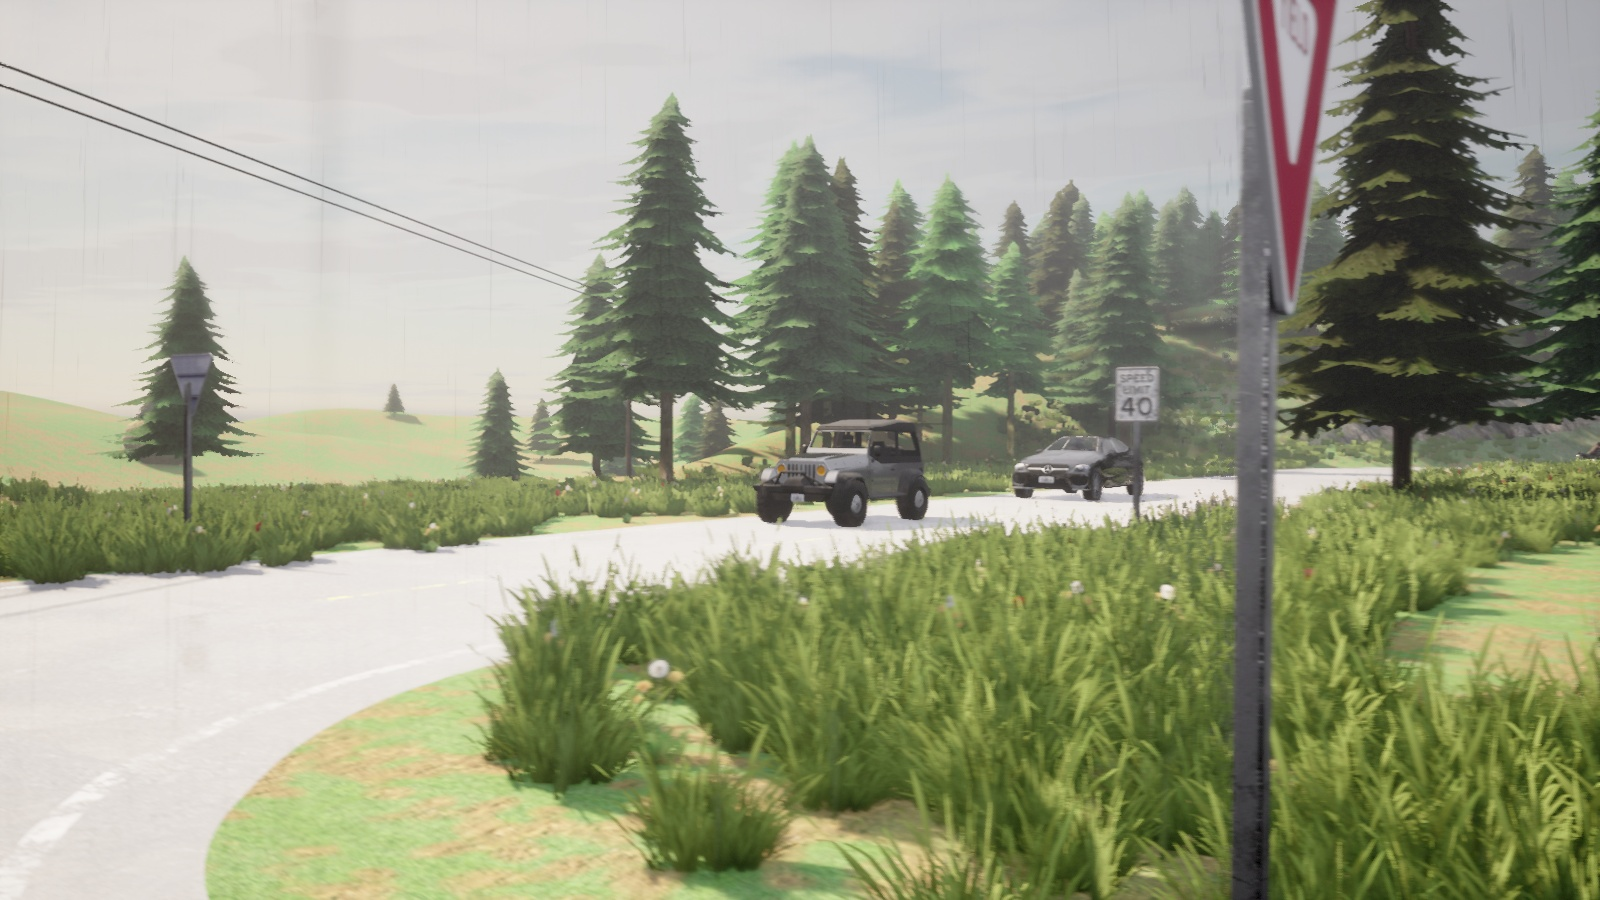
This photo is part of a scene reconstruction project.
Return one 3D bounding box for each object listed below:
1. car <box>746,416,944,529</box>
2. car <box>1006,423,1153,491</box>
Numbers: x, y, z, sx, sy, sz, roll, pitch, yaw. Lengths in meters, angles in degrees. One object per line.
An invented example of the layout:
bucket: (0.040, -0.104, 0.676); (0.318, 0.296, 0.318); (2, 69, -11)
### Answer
car: (0.914, 0.348, 23.052); (1.905, 1.878, 3.866); (0, 1, 33)
car: (7.476, 0.134, 33.132); (2.152, 1.651, 5.027); (0, 1, 33)
